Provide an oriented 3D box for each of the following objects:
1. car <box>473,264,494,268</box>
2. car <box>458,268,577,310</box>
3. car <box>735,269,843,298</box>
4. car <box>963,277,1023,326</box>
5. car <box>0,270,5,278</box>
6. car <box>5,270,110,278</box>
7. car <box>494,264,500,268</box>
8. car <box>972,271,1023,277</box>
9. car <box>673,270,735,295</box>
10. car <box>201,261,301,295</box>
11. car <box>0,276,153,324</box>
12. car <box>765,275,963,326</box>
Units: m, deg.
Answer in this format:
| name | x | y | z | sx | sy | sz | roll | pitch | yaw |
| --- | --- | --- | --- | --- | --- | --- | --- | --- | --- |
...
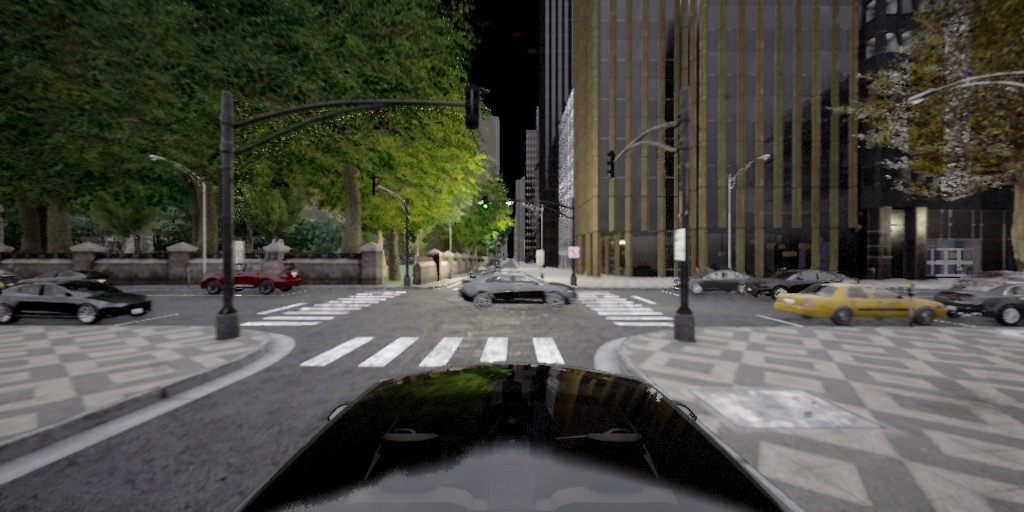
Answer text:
| name | x | y | z | sx | sy | sz | roll | pitch | yaw |
| --- | --- | --- | --- | --- | --- | --- | --- | --- | --- |
| car | -3.111 | 1.672 | 35.311 | 1.882 | 1.535 | 5.008 | 0 | -1 | 0 |
| car | 0.224 | 1.413 | 15.047 | 4.902 | 1.511 | 2.128 | 0 | -1 | 0 |
| car | 14.470 | 1.421 | 18.061 | 5.008 | 1.535 | 1.882 | 0 | 0 | 0 |
| car | 17.106 | 1.533 | 12.190 | 4.403 | 1.370 | 2.007 | 0 | 0 | 0 |
| car | -31.405 | 1.456 | 20.959 | 4.403 | 1.370 | 2.007 | 0 | 0 | 0 |
| car | -25.949 | 1.471 | 20.931 | 4.313 | 1.339 | 1.948 | 0 | 0 | 0 |
| car | -3.102 | 1.945 | 50.770 | 1.812 | 1.442 | 4.674 | 0 | -1 | 0 |
| car | 28.166 | 1.524 | 20.659 | 4.207 | 1.307 | 1.802 | 0 | 0 | 0 |
| car | 11.627 | 1.474 | 20.742 | 4.403 | 1.370 | 2.007 | 0 | 0 | 0 |
| car | -15.037 | 1.220 | 20.876 | 5.009 | 1.841 | 2.192 | 0 | 0 | 0 |
| car | -15.070 | 1.524 | 12.351 | 4.313 | 1.339 | 1.948 | 0 | 0 | 0 |
| car | 11.764 | 1.502 | 12.216 | 4.829 | 1.417 | 1.751 | 0 | 0 | 0 |
